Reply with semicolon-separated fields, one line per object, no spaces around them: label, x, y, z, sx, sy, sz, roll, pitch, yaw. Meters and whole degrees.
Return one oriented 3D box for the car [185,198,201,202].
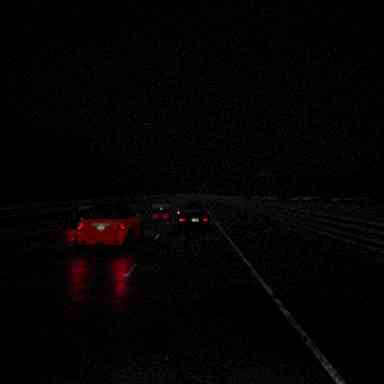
car;0.110;1.491;41.468;1.882;1.535;5.008;0;0;0

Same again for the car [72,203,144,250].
car;-3.398;1.349;14.500;2.097;1.767;4.553;0;0;0

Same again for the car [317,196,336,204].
car;30.134;1.709;74.364;2.033;1.649;4.856;0;0;-28

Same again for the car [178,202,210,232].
car;0.107;1.545;20.195;2.033;1.411;5.357;0;0;0

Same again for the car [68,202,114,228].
car;-6.895;1.525;23.228;1.812;1.442;4.674;0;0;0

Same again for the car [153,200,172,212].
car;-3.384;1.598;38.843;1.895;1.301;4.718;1;-1;0
